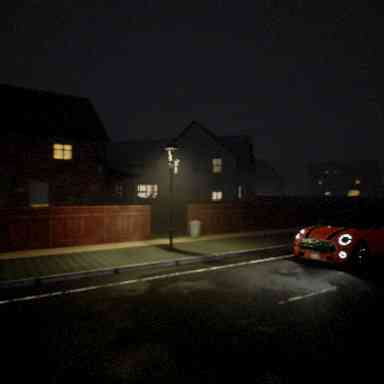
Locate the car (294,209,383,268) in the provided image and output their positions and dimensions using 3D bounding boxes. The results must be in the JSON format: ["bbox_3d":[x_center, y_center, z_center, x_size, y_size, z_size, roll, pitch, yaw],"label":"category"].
[{"bbox_3d":[5.670,1.439,11.720,4.553,1.767,2.097,0,0,-35],"label":"car"}]
